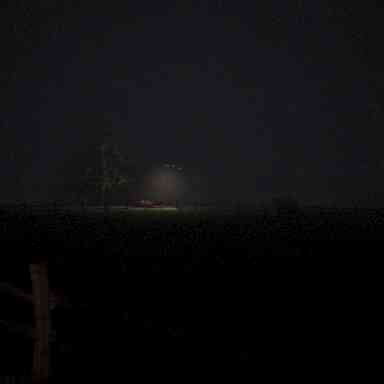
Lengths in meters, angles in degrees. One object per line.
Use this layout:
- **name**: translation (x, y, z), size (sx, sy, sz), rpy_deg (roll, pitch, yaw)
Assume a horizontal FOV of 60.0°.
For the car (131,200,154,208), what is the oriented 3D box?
- **car**: translation (-8.790, 2.162, 58.982), size (1.994, 1.385, 4.181), rpy_deg (0, -1, 38)
